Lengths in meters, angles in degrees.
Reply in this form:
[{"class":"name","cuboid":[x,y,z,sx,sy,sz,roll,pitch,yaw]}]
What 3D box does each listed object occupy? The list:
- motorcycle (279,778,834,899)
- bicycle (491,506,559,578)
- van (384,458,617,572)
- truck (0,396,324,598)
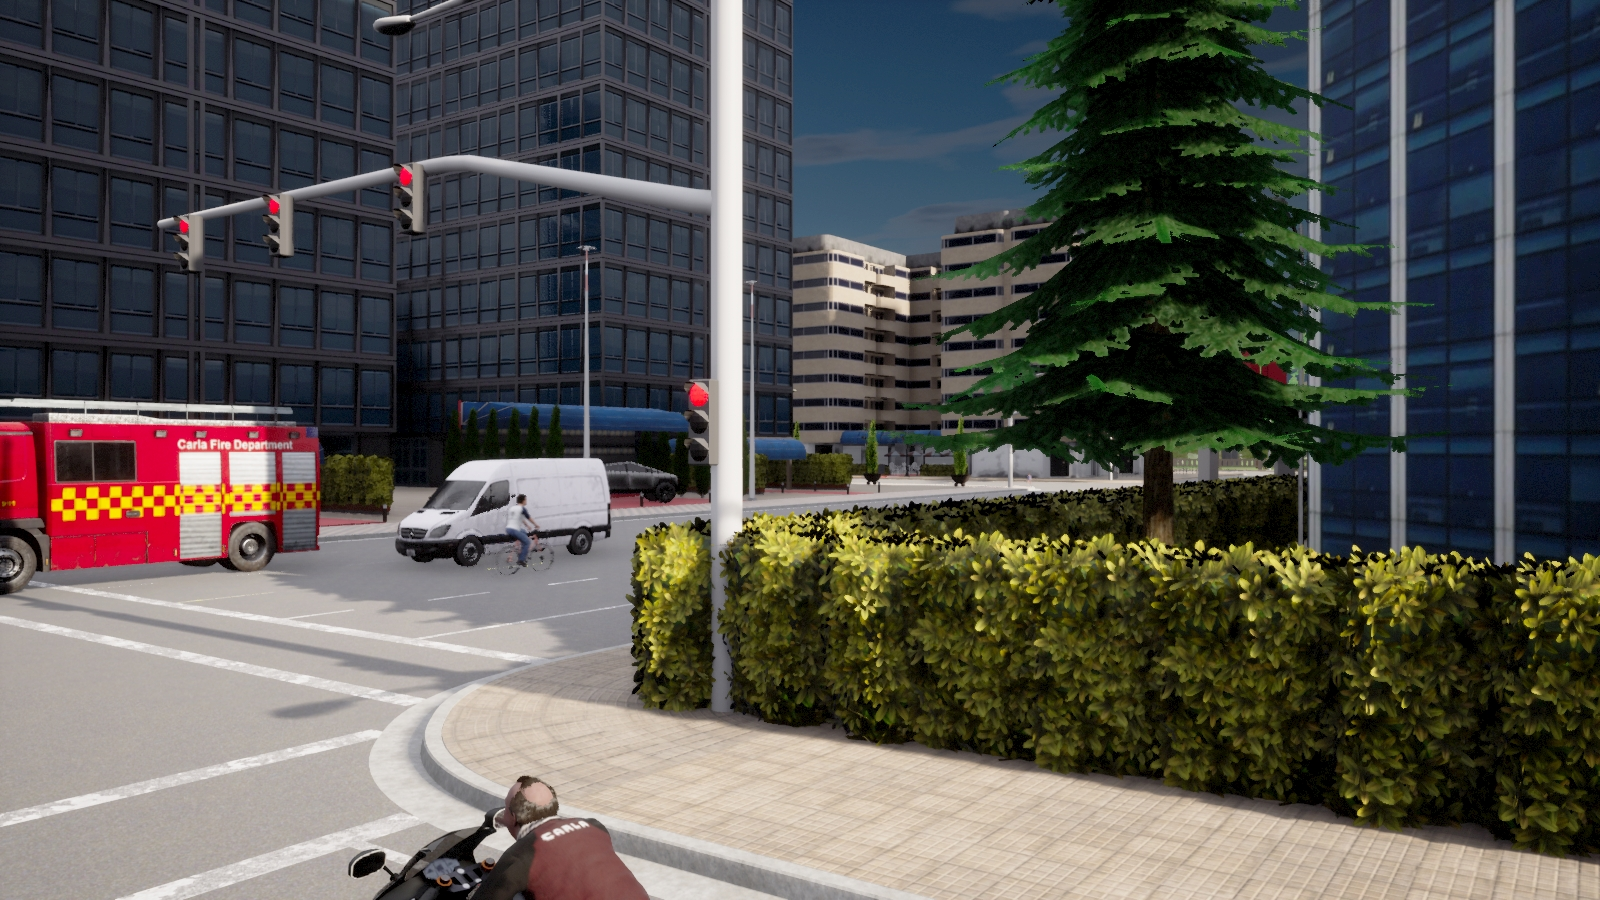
[{"class":"motorcycle","cuboid":[-1.027,2.205,4.504,2.209,1.251,0.867,0,0,35]},{"class":"bicycle","cuboid":[-6.185,2.055,25.736,0.373,1.496,1.643,0,0,36]},{"class":"van","cuboid":[-7.571,1.530,29.580,1.988,2.561,5.915,0,1,35]},{"class":"truck","cuboid":[-14.959,0.889,24.598,2.891,3.827,8.468,0,0,34]}]
